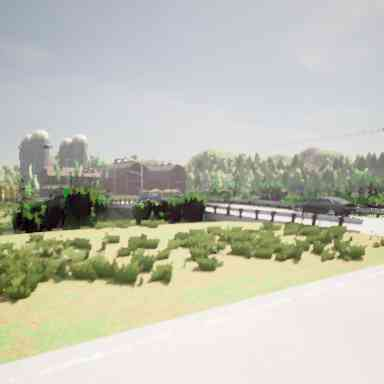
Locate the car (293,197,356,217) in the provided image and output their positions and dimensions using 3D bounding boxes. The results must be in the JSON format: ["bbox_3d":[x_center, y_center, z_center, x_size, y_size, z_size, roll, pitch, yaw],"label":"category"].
[{"bbox_3d":[10.167,1.139,25.849,1.837,1.490,4.892,0,2,-33],"label":"car"}]
